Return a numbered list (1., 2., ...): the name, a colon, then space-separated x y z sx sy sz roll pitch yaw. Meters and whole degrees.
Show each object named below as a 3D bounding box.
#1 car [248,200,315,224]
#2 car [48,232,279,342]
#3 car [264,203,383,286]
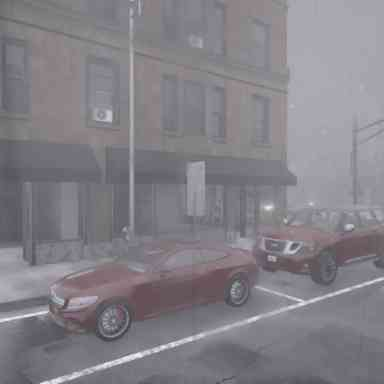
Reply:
1. car: 6.813 1.486 25.884 1.882 1.535 5.008 0 0 -35
2. car: -0.491 1.582 6.414 4.206 1.307 1.802 0 0 -35
3. car: 4.008 1.314 9.618 5.009 1.841 2.192 0 0 -35
